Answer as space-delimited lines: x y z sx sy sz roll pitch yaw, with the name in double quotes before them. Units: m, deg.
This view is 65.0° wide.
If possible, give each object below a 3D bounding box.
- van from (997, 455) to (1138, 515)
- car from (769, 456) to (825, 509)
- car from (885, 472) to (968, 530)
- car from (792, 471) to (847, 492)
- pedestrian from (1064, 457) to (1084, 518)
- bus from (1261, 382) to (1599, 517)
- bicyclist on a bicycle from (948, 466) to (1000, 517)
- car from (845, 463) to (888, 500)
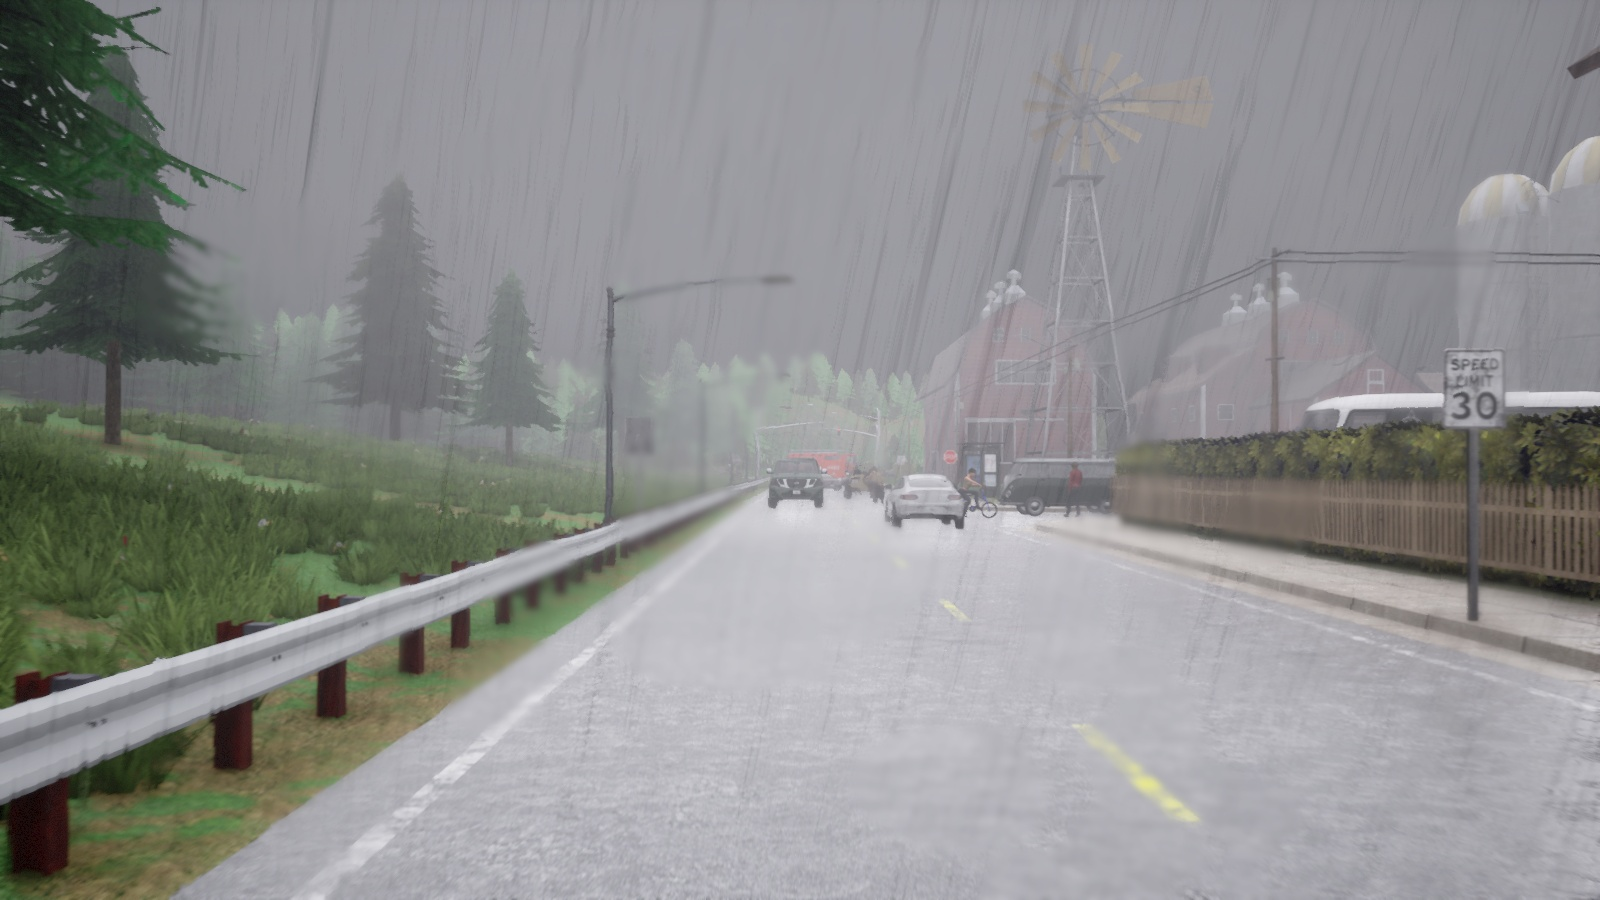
"van" 9.155 1.185 43.212 4.442 1.987 1.775 0 -1 -2
"car" -0.120 1.310 51.234 2.150 2.045 5.566 0 -1 0
"car" 3.419 1.351 34.660 1.812 1.442 4.674 0 -1 0
"car" 1.298 2.143 86.208 1.812 1.442 4.674 0 -1 -26
"pedestrian" 8.357 1.146 38.311 0.331 1.846 0.636 0 -1 -17
"bus" 21.854 0.007 43.379 10.273 4.253 3.944 -1 -1 0
"bicyclist on a bicycle" 5.626 1.342 40.535 1.509 1.612 0.866 -1 -1 20
"car" 3.349 1.593 64.336 1.932 1.855 4.605 0 -1 0
